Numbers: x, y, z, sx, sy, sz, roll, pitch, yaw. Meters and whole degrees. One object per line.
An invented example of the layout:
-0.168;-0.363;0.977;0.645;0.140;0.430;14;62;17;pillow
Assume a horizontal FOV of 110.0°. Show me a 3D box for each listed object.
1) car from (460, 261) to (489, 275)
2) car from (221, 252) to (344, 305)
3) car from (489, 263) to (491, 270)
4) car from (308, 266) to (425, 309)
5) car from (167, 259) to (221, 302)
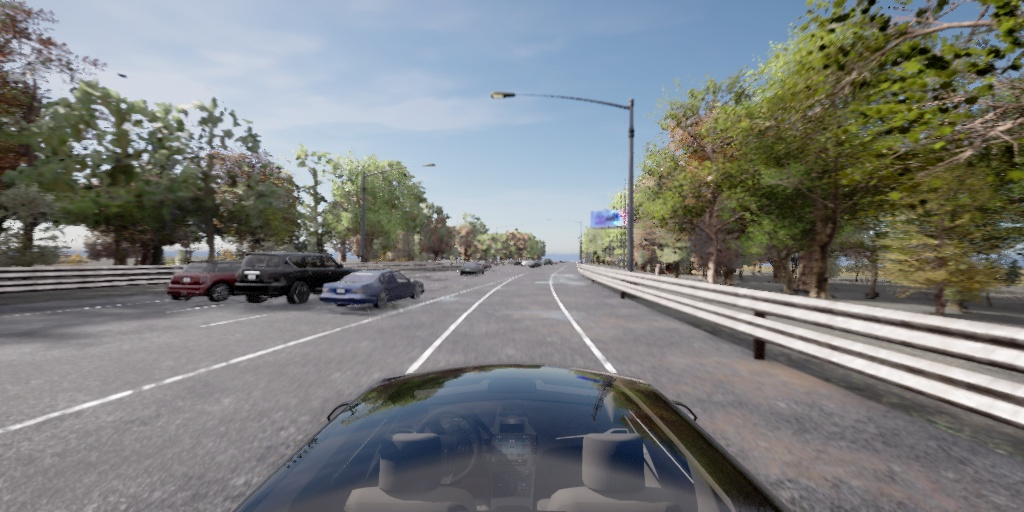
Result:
-4.434;1.463;40.815;1.994;1.385;4.181;1;0;10;car
-8.927;0.882;15.578;2.150;2.045;5.566;1;0;10;car
-4.713;1.563;59.207;1.812;1.442;4.674;0;0;10;car
-5.474;1.267;14.829;2.033;1.411;5.357;1;0;10;car
-12.382;0.981;16.149;2.097;1.767;4.553;0;0;10;car
